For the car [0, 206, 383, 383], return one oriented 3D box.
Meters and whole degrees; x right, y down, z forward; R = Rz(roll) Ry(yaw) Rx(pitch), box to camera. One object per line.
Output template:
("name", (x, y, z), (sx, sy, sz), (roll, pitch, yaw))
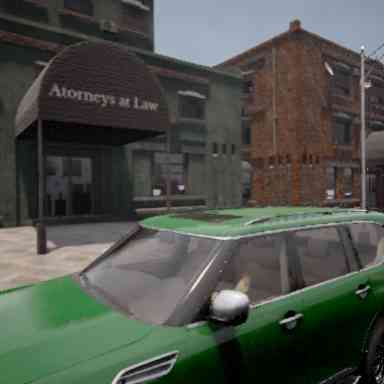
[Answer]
("car", (0.283, 1.222, 3.579), (5.566, 2.045, 2.150), (0, 0, -35))
